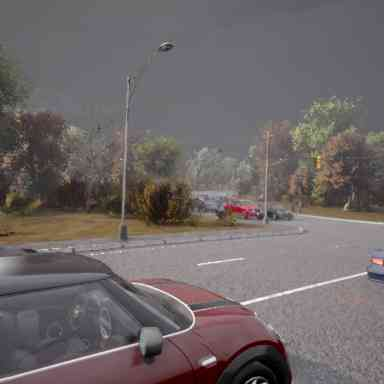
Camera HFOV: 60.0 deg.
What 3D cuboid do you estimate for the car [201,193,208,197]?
[{"bbox_3d":[1.001,1.316,63.631,2.097,1.767,4.553,2,2,-10],"label":"car"}]

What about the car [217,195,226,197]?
[{"bbox_3d":[4.540,1.656,64.205,2.033,1.411,5.357,2,2,-9],"label":"car"}]

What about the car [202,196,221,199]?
[{"bbox_3d":[3.098,1.939,53.770,1.994,1.385,4.181,2,1,-15],"label":"car"}]

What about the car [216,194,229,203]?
[{"bbox_3d":[6.723,1.389,73.341,2.128,1.511,4.902,2,2,-4],"label":"car"}]

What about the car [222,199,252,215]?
[{"bbox_3d":[5.939,1.993,44.413,2.097,1.767,4.553,3,0,-19],"label":"car"}]

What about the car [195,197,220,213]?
[{"bbox_3d":[2.042,1.961,44.918,1.837,1.490,4.892,3,0,-18],"label":"car"}]

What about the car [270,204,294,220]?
[{"bbox_3d":[9.034,2.096,36.440,2.097,1.767,4.553,3,-1,-23],"label":"car"}]

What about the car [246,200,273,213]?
[{"bbox_3d":[10.715,2.260,52.983,2.128,1.511,4.902,2,1,-16],"label":"car"}]

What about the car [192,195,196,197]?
[{"bbox_3d":[-0.839,1.372,54.967,2.150,2.045,5.566,2,2,-13],"label":"car"}]

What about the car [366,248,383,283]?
[{"bbox_3d":[6.540,1.662,8.442,5.357,1.411,2.033,2,-1,-36],"label":"car"}]

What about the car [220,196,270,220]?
[{"bbox_3d":[5.533,1.809,35.657,2.150,2.045,5.566,3,-1,-22],"label":"car"}]

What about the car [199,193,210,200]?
[{"bbox_3d":[2.862,1.043,78.373,2.128,1.511,4.902,2,2,-1],"label":"car"}]

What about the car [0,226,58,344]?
[{"bbox_3d":[-4.786,1.491,4.851,4.902,1.511,2.128,0,0,-35],"label":"car"}]

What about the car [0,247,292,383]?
[{"bbox_3d":[-1.211,1.354,2.883,4.553,1.767,2.097,0,0,-36],"label":"car"}]
